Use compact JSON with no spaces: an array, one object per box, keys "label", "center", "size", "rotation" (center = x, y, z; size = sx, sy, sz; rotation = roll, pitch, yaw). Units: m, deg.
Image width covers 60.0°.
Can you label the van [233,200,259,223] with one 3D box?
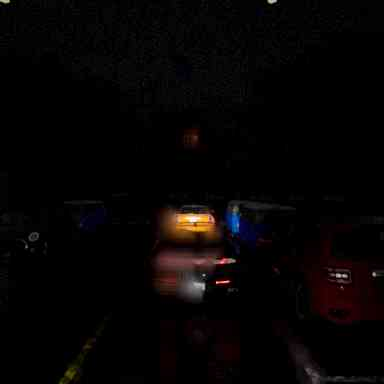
[{"label":"van","center":[2.738,1.339,12.332],"size":[1.690,1.788,3.998],"rotation":[0,0,0]}]

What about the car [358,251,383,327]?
[{"label":"car","center":[2.760,1.440,1.456],"size":[1.967,1.590,4.097],"rotation":[0,0,0]}]

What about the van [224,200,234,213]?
[{"label":"van","center":[2.728,1.339,17.769],"size":[1.690,1.788,3.998],"rotation":[0,0,0]}]

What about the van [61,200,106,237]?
[{"label":"van","center":[-5.798,1.339,17.753],"size":[1.690,1.788,3.998],"rotation":[0,0,0]}]

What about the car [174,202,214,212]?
[{"label":"car","center":[0.105,1.350,17.464],"size":[2.097,1.767,4.553],"rotation":[0,0,1]}]

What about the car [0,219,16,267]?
[{"label":"car","center":[-5.776,1.524,6.708],"size":[1.752,1.417,4.829],"rotation":[0,0,0]}]

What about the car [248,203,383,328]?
[{"label":"car","center":[2.749,1.314,6.894],"size":[2.192,1.841,5.009],"rotation":[0,0,0]}]

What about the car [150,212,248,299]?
[{"label":"car","center":[0.086,1.490,8.415],"size":[2.128,1.511,4.902],"rotation":[0,0,0]}]

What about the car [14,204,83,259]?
[{"label":"car","center":[-5.787,1.438,12.315],"size":[1.967,1.590,4.097],"rotation":[0,0,0]}]
